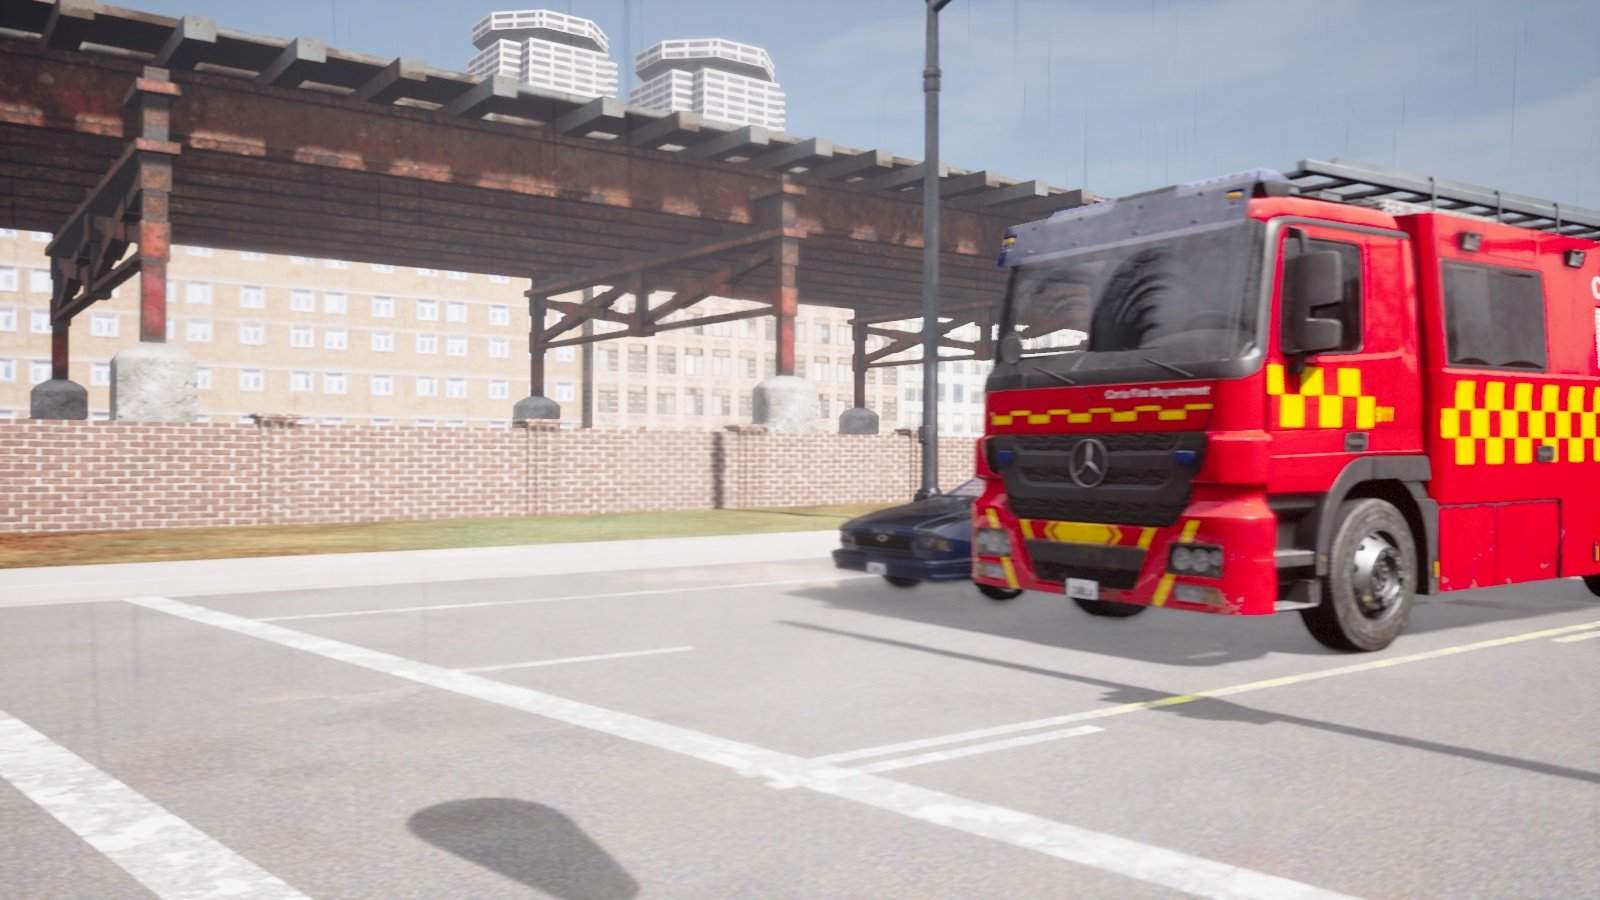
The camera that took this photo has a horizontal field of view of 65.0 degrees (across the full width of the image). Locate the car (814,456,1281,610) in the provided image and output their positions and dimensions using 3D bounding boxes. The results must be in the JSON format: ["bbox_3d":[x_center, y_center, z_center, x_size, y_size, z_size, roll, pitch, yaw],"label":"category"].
[{"bbox_3d":[2.935,0.791,14.233,5.357,1.411,2.033,0,0,-35],"label":"car"}]

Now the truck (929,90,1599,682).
[{"bbox_3d":[5.430,-0.440,11.669,8.468,3.827,2.891,-1,0,-33],"label":"truck"}]
